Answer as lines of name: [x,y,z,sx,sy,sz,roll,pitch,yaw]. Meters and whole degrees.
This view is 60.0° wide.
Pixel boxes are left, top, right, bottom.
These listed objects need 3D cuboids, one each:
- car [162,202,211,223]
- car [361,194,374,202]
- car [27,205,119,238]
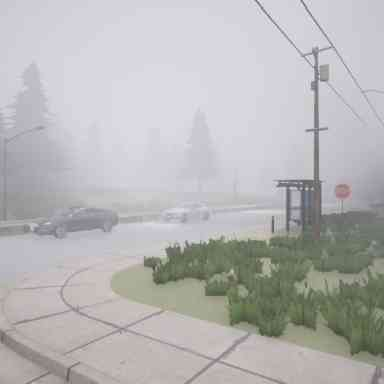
car: [-0.311,1.526,25.839,1.812,1.442,4.674,0,0,36]
car: [40.426,1.355,76.462,2.097,1.767,4.553,0,0,36]
car: [-6.157,1.492,17.766,2.128,1.511,4.902,0,0,36]
